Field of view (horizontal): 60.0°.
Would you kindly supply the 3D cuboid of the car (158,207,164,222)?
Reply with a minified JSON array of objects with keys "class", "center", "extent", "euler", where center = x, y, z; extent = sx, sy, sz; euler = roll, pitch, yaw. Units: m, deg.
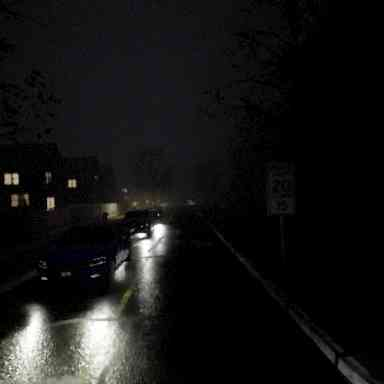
[{"class":"car","center":[-3.645,2.103,30.876],"extent":[1.895,1.301,4.718],"euler":[-2,-1,-1]}]

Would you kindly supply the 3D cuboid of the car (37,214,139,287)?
[{"class":"car","center":[-3.081,1.718,10.441],"extent":[1.882,1.535,5.008],"euler":[-2,-1,-2]}]

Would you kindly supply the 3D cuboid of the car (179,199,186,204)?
[{"class":"car","center":[-2.479,2.504,89.674],"extent":[2.033,1.411,5.357],"euler":[-2,-1,-2]}]

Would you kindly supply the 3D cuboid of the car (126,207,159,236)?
[{"class":"car","center":[-3.374,1.878,20.801],"extent":[1.837,1.490,4.892],"euler":[-2,-1,-2]}]
